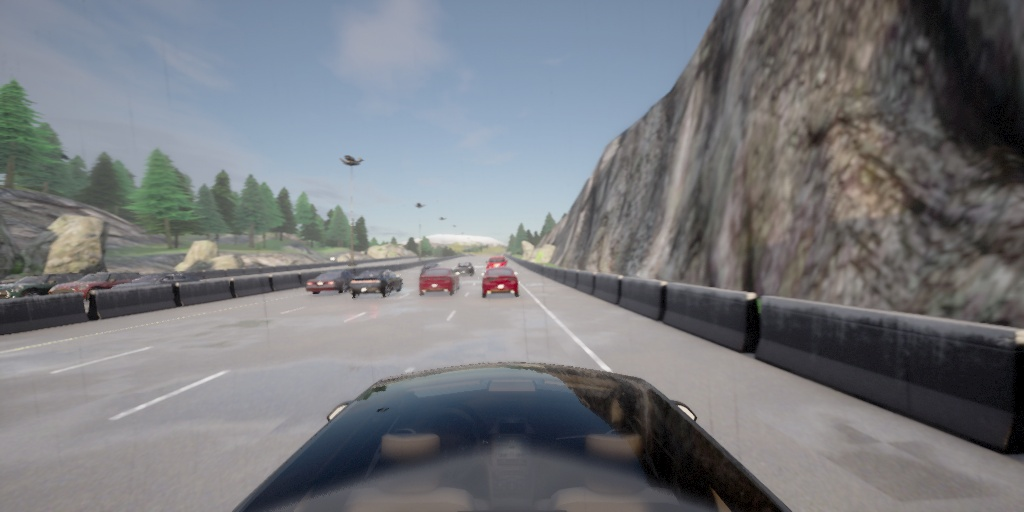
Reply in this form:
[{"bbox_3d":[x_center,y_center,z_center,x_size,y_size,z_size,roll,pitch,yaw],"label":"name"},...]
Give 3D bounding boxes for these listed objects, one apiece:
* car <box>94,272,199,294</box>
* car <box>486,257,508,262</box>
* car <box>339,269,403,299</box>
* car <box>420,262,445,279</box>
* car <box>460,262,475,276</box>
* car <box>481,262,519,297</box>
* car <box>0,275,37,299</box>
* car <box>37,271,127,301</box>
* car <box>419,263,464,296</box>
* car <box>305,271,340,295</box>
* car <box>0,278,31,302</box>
[{"bbox_3d":[-22.003,1.871,22.303,2.128,1.511,4.902,-1,0,-3],"label":"car"},{"bbox_3d":[-1.572,1.082,37.853,2.150,2.045,5.566,-1,1,-3],"label":"car"},{"bbox_3d":[-7.725,1.527,20.784,2.128,1.511,4.902,-1,0,-3],"label":"car"},{"bbox_3d":[-8.636,1.526,39.157,1.837,1.490,4.892,-1,1,-3],"label":"car"},{"bbox_3d":[-5.157,1.426,39.618,2.128,1.511,4.902,-1,0,-3],"label":"car"},{"bbox_3d":[-0.680,1.338,20.004,1.882,1.535,5.008,-1,0,-3],"label":"car"},{"bbox_3d":[-29.008,1.901,22.240,2.097,1.767,4.553,-1,0,-3],"label":"car"},{"bbox_3d":[-25.514,1.817,22.421,2.097,1.767,4.553,-1,0,-3],"label":"car"},{"bbox_3d":[-4.261,1.428,21.571,1.882,1.535,5.008,-1,0,-3],"label":"car"},{"bbox_3d":[-11.360,1.670,23.490,2.033,1.411,5.357,-1,0,-3],"label":"car"},{"bbox_3d":[-32.459,2.158,21.219,1.812,1.442,4.674,-1,0,-3],"label":"car"}]
